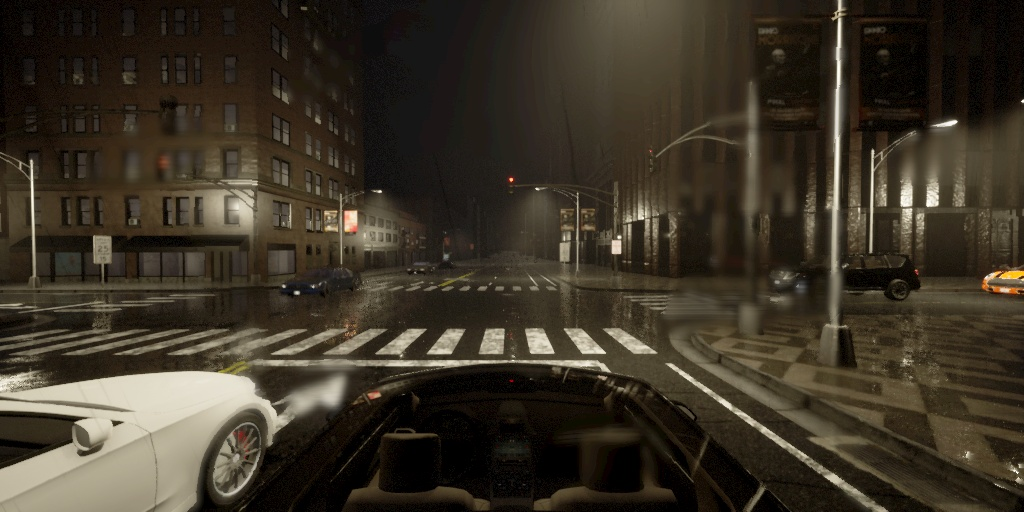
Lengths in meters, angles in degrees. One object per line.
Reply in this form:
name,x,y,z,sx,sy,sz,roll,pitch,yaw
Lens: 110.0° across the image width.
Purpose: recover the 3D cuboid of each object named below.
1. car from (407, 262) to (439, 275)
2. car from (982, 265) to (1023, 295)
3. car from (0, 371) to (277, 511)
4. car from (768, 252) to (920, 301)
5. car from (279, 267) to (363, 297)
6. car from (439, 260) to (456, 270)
car,-9.727,1.300,38.666,2.033,1.411,5.357,0,0,0
car,24.540,0.960,16.231,4.553,1.767,2.097,0,1,0
car,-3.159,1.276,1.403,1.812,1.442,4.674,0,0,2
car,14.871,0.868,16.223,5.566,2.045,2.150,0,1,1
car,-9.794,1.296,18.999,2.033,1.411,5.357,0,0,0
car,-9.654,1.313,53.446,1.994,1.385,4.181,0,0,1
